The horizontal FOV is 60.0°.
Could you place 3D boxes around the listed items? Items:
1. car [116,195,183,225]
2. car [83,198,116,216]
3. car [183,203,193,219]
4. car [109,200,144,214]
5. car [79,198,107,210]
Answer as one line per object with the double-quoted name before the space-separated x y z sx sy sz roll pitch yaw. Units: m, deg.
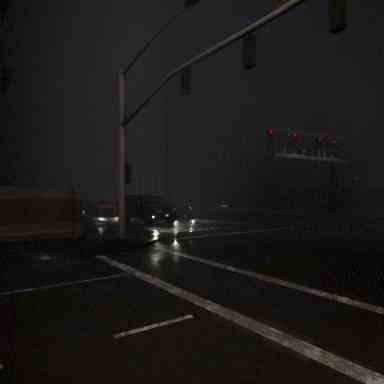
"car" -3.282 1.222 24.587 2.150 2.045 5.566 0 0 -36
"car" -9.045 1.478 32.612 1.882 1.535 5.008 0 0 -36
"car" -1.867 1.352 28.620 2.097 1.767 4.553 0 0 -36
"car" -7.111 1.601 35.918 1.895 1.301 4.718 0 0 -36
"car" -13.315 1.547 44.569 2.033 1.411 5.357 0 0 -36
